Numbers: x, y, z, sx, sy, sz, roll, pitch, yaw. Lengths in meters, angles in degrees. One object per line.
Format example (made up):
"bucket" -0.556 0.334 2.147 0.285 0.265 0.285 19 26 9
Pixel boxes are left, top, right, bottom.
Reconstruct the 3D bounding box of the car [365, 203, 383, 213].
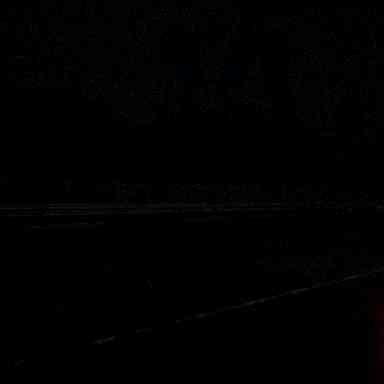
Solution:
"car" 20.963 1.889 35.384 5.008 1.535 1.882 1 0 -33

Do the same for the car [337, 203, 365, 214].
"car" 18.984 1.957 38.276 5.357 1.411 2.033 1 0 -34
